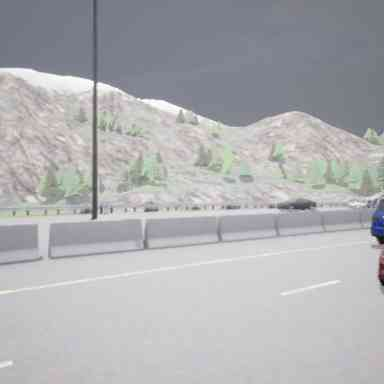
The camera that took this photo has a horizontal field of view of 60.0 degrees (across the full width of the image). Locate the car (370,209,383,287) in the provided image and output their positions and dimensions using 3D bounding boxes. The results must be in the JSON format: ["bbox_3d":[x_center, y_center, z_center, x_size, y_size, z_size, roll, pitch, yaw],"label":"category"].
[{"bbox_3d":[6.473,1.352,7.788,4.553,1.767,2.097,0,0,-32],"label":"car"}]

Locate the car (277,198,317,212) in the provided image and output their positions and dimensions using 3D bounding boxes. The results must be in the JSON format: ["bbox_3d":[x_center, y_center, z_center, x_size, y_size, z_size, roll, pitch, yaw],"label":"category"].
[{"bbox_3d":[12.225,1.440,38.743,5.008,1.535,1.882,0,0,-24],"label":"car"}]

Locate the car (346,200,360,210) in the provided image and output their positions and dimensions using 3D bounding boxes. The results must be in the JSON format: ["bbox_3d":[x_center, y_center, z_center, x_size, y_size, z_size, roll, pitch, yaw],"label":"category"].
[{"bbox_3d":[20.012,1.505,38.319,4.674,1.442,1.812,0,0,-22],"label":"car"}]

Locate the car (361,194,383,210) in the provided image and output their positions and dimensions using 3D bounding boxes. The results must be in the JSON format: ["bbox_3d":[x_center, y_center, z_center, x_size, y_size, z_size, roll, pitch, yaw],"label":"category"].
[{"bbox_3d":[9.871,1.220,13.845,5.566,2.045,2.150,0,0,-29],"label":"car"}]
